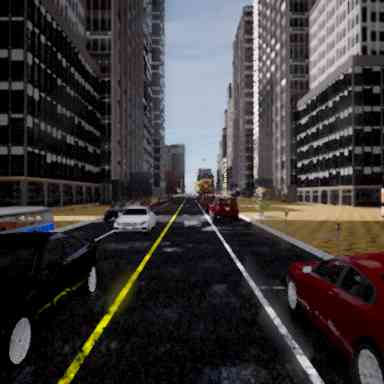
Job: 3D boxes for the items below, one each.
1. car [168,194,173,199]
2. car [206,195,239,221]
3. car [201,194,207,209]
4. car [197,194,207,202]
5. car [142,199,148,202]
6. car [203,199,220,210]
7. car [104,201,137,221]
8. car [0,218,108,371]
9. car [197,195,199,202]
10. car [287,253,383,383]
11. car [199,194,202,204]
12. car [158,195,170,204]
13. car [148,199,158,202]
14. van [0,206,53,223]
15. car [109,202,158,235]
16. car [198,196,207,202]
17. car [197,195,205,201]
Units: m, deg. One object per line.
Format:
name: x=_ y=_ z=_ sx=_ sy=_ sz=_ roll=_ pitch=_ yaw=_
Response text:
car: x=-5.980 y=1.652 z=76.757 sx=1.802 sy=1.307 sz=4.206 roll=0 pitch=0 yaw=0
car: x=2.594 y=1.335 z=26.937 sx=2.192 sy=1.841 sz=5.009 roll=0 pitch=0 yaw=0
car: x=2.551 y=1.343 z=38.016 sx=2.192 sy=1.841 sz=5.009 roll=0 pitch=0 yaw=0
car: x=2.379 y=1.375 z=82.329 sx=2.192 sy=1.841 sz=5.009 roll=0 pitch=0 yaw=0
car: x=-5.808 y=1.589 z=32.442 sx=2.008 sy=1.369 sz=4.403 roll=0 pitch=0 yaw=0
car: x=2.529 y=1.598 z=43.555 sx=1.947 sy=1.339 sz=4.313 roll=0 pitch=0 yaw=0
car: x=-5.787 y=1.599 z=26.903 sx=1.947 sy=1.339 sz=4.313 roll=0 pitch=0 yaw=0
car: x=-3.119 y=1.489 z=5.893 sx=1.882 sy=1.535 sz=5.008 roll=0 pitch=0 yaw=0
car: x=2.465 y=1.596 z=60.173 sx=2.008 sy=1.369 sz=4.403 roll=0 pitch=0 yaw=0
car: x=2.703 y=1.545 z=4.783 sx=1.887 sy=1.381 sz=4.507 roll=0 pitch=0 yaw=0
car: x=2.509 y=1.352 z=49.094 sx=2.192 sy=1.841 sz=5.009 roll=0 pitch=0 yaw=0
car: x=-5.937 y=1.645 z=65.679 sx=1.802 sy=1.307 sz=4.206 roll=0 pitch=0 yaw=0
car: x=-5.851 y=1.628 z=43.521 sx=1.802 sy=1.307 sz=4.206 roll=0 pitch=0 yaw=0
van: x=-5.721 y=1.360 z=10.286 sx=1.690 sy=1.788 sz=3.998 roll=0 pitch=0 yaw=0
car: x=-3.153 y=1.548 z=19.111 sx=1.812 sy=1.442 sz=4.674 roll=0 pitch=0 yaw=0
car: x=2.400 y=1.623 z=76.790 sx=1.947 sy=1.339 sz=4.313 roll=0 pitch=0 yaw=0
car: x=2.357 y=1.504 z=87.869 sx=1.967 sy=1.590 sz=4.097 roll=0 pitch=0 yaw=0
